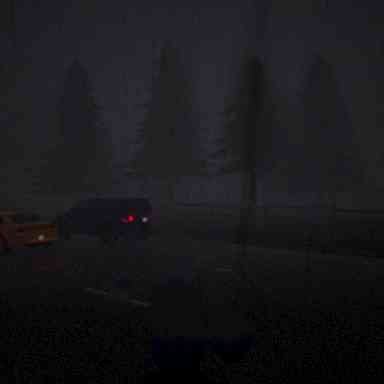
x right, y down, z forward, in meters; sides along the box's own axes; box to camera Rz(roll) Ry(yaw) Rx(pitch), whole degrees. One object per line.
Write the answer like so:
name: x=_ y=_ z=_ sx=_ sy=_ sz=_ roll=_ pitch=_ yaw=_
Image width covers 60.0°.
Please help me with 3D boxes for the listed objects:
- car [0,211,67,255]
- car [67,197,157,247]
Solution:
car: x=-7.553 y=1.517 z=13.683 sx=5.008 sy=1.535 sz=1.882 roll=0 pitch=0 yaw=36
car: x=-4.150 y=1.257 z=15.549 sx=5.566 sy=2.045 sz=2.150 roll=0 pitch=0 yaw=36
